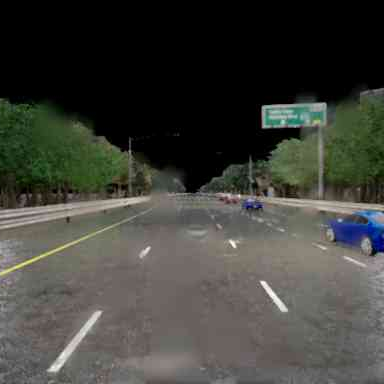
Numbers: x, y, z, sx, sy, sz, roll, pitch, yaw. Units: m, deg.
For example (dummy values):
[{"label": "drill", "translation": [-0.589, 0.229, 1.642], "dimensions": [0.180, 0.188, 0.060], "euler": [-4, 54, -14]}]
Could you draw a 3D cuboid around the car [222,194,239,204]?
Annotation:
[{"label": "car", "translation": [7.137, 1.490, 61.581], "dimensions": [1.812, 1.442, 4.674], "euler": [0, 0, 0]}]

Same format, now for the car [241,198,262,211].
[{"label": "car", "translation": [7.081, 1.473, 39.672], "dimensions": [1.882, 1.535, 5.008], "euler": [0, 0, 0]}]

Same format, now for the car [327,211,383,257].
[{"label": "car", "translation": [7.015, 1.492, 13.009], "dimensions": [1.882, 1.535, 5.008], "euler": [0, 0, 0]}]

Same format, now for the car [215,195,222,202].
[{"label": "car", "translation": [7.180, 1.433, 77.561], "dimensions": [1.882, 1.535, 5.008], "euler": [0, 0, 0]}]
